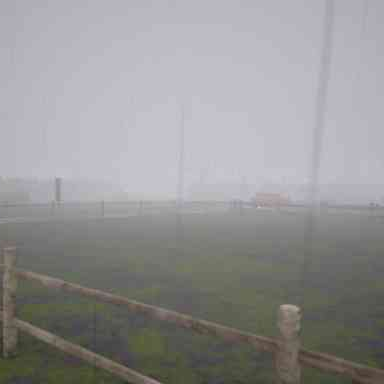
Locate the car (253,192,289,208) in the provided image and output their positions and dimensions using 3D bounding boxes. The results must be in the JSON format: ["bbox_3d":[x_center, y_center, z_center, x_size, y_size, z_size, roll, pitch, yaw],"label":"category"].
[{"bbox_3d":[10.621,1.047,44.119,5.566,2.045,2.150,1,1,-39],"label":"car"}]

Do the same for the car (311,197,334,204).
[{"bbox_3d":[20.403,1.449,51.699,4.181,1.385,1.994,0,1,-36],"label":"car"}]

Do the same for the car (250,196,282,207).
[{"bbox_3d":[10.687,1.294,47.777,4.892,1.490,1.837,1,1,-38],"label":"car"}]
